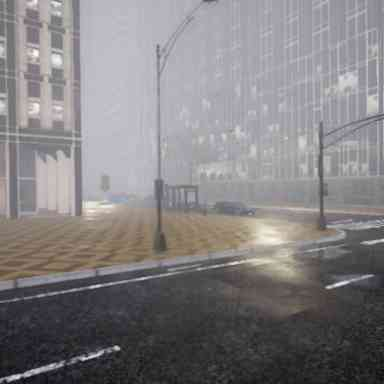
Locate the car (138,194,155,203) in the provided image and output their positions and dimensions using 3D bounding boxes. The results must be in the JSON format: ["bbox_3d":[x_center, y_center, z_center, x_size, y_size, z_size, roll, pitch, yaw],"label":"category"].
[{"bbox_3d":[-6.600,1.057,55.804,2.128,1.511,4.902,-1,1,-34],"label":"car"}]

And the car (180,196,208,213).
[{"bbox_3d":[0.565,1.427,34.872,1.802,1.307,4.206,0,1,-34],"label":"car"}]

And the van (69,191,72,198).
[{"bbox_3d":[-28.199,0.708,77.165,1.690,1.788,3.998,0,1,-34],"label":"van"}]

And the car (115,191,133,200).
[{"bbox_3d":[-14.867,0.669,72.506,2.192,1.841,5.009,0,1,-34],"label":"car"}]

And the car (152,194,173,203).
[{"bbox_3d":[-5.247,1.097,58.430,1.802,1.307,4.206,0,1,-34],"label":"car"}]

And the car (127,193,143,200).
[{"bbox_3d":[-11.660,0.990,67.816,1.802,1.307,4.206,0,1,-34],"label":"car"}]

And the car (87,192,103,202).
[{"bbox_3d":[-18.580,1.079,63.089,2.008,1.369,4.403,0,1,-34],"label":"car"}]

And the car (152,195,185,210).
[{"bbox_3d":[-2.593,1.358,39.597,1.947,1.339,4.313,0,1,-34],"label":"car"}]

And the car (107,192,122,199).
[{"bbox_3d":[-18.073,0.740,77.200,1.967,1.590,4.097,0,1,-34],"label":"car"}]

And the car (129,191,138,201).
[{"bbox_3d":[-12.349,0.975,64.217,1.837,1.490,4.892,-1,1,-34],"label":"car"}]

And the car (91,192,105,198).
[{"bbox_3d":[-24.486,0.743,86.586,2.008,1.369,4.403,0,1,-34],"label":"car"}]

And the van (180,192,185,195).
[{"bbox_3d":[-2.041,0.909,53.735,1.690,1.788,3.998,0,1,-34],"label":"van"}]

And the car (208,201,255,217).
[{"bbox_3d":[3.758,1.462,30.167,1.947,1.339,4.313,0,1,-34],"label":"car"}]

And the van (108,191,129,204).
[{"bbox_3d":[-12.166,0.977,53.701,1.690,1.788,3.998,0,1,-34],"label":"van"}]
